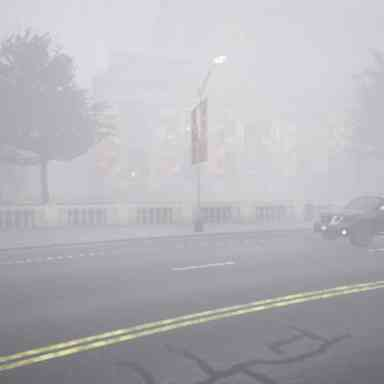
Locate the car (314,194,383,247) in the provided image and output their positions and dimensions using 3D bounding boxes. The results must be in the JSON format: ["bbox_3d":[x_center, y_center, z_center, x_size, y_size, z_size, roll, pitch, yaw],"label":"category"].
[{"bbox_3d":[8.160,1.134,14.572,5.566,2.045,2.150,0,0,-15],"label":"car"}]
